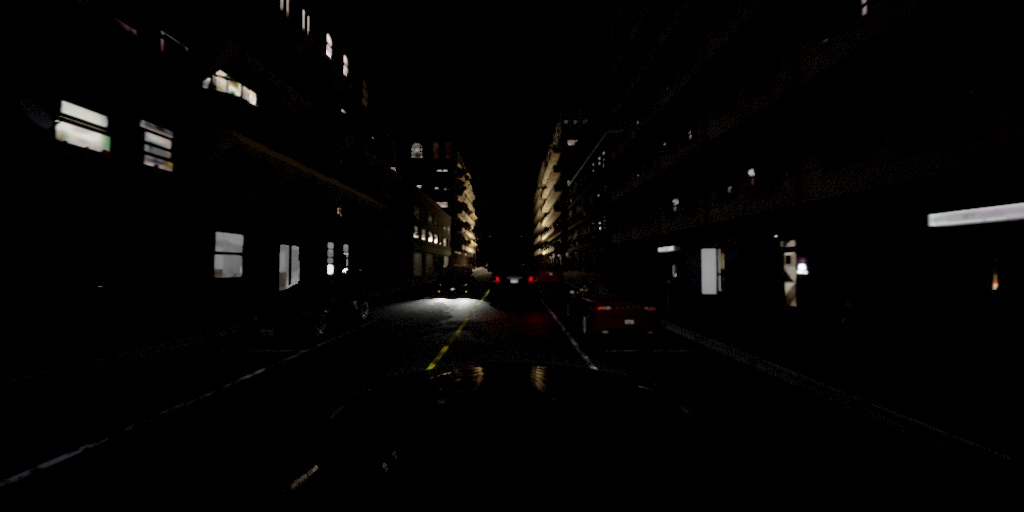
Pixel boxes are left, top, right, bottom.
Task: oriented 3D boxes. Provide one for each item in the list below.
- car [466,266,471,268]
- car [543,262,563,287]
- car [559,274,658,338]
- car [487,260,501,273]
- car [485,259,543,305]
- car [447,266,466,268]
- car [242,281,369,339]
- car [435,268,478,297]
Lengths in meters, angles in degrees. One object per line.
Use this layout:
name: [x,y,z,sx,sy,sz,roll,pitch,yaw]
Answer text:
car: [-5.692,1.815,38.356,1.802,1.307,4.207,0,0,0]
car: [2.689,1.401,27.176,2.192,1.841,5.009,0,0,0]
car: [2.690,1.410,10.463,1.888,1.381,4.507,0,0,0]
car: [-3.064,1.766,61.792,2.150,2.045,5.566,0,-1,0]
car: [0.092,1.179,17.516,2.150,2.045,5.566,0,-1,0]
car: [-5.692,1.705,32.786,1.888,1.381,4.507,0,0,0]
car: [-5.690,1.431,10.503,1.948,1.339,4.313,0,0,0]
car: [-3.102,1.564,20.689,1.994,1.385,4.181,0,-1,0]
